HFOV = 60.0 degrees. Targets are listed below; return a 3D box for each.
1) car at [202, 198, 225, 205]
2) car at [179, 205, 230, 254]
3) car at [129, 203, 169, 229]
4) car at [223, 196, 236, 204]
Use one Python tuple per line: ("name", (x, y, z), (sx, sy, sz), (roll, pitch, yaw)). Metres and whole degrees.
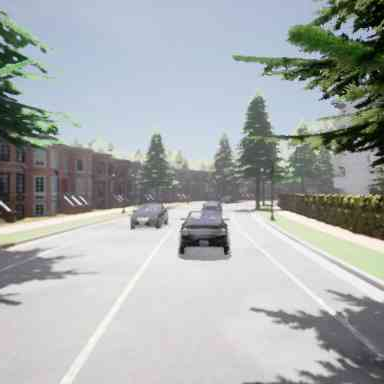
("car", (1.850, 1.530, 30.021), (1.812, 1.442, 4.674), (0, 0, 6))
("car", (0.529, 1.493, 13.578), (2.128, 1.511, 4.902), (0, 0, 3))
("car", (-2.654, 1.490, 21.526), (2.128, 1.511, 4.902), (0, 0, 5))
("car", (6.700, 1.516, 62.454), (1.837, 1.490, 4.892), (0, 0, 30))
